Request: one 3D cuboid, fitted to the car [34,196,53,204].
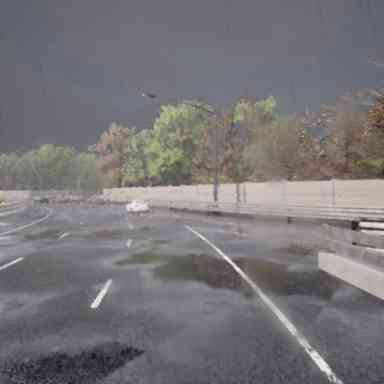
[{"bbox_3d":[-29.510,1.599,65.117,1.837,1.490,4.892,0,0,-40],"label":"car"}]

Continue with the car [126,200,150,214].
[{"bbox_3d":[-5.920,1.584,36.300,1.812,1.442,4.674,0,0,-22],"label":"car"}]

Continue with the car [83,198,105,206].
[{"bbox_3d":[-17.414,1.696,60.003,2.033,1.411,5.357,0,0,-34],"label":"car"}]

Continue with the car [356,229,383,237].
[{"bbox_3d":[8.771,1.526,13.050,1.994,1.385,4.181,-1,0,-41],"label":"car"}]

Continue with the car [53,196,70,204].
[{"bbox_3d":[-26.755,1.634,67.276,1.994,1.385,4.181,0,0,-40],"label":"car"}]

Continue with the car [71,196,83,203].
[{"bbox_3d":[-23.633,1.601,69.059,1.812,1.442,4.674,0,0,-40],"label":"car"}]

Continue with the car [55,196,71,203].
[{"bbox_3d":[-29.586,1.774,76.061,1.812,1.442,4.674,0,0,-43],"label":"car"}]
